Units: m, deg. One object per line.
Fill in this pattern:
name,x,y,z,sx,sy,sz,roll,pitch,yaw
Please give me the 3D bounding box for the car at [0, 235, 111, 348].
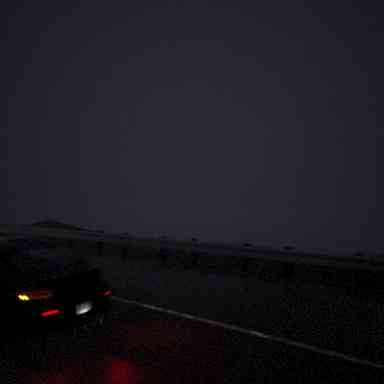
car,-3.542,1.537,6.122,4.674,1.442,1.812,0,0,32
